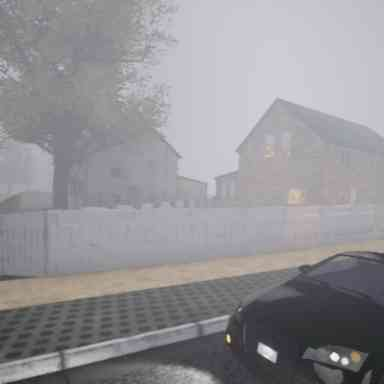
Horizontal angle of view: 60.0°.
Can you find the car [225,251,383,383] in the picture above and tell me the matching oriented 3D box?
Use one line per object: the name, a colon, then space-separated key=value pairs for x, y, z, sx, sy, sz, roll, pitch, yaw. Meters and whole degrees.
car: x=2.533 y=1.586 z=4.633 sx=4.181 sy=1.385 sz=1.994 roll=1 pitch=0 yaw=-31
